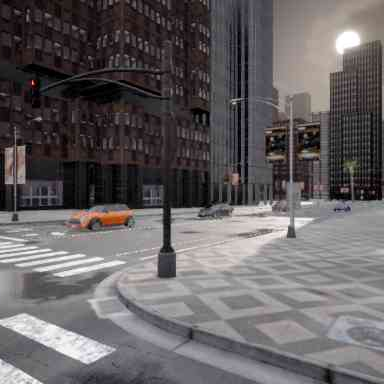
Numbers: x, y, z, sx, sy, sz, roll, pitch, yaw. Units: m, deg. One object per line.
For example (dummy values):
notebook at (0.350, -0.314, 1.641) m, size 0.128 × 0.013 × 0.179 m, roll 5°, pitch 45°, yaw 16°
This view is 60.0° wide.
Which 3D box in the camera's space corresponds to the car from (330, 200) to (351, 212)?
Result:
car at (24.268, 2.430, 53.660) m, size 2.033 × 1.411 × 5.357 m, roll 0°, pitch -1°, yaw 34°

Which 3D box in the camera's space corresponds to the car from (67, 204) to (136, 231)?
car at (-6.032, 1.593, 22.432) m, size 2.097 × 1.767 × 4.553 m, roll 0°, pitch -1°, yaw 35°

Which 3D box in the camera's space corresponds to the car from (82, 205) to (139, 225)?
car at (-6.582, 1.853, 27.281) m, size 1.994 × 1.385 × 4.181 m, roll 0°, pitch -1°, yaw 35°

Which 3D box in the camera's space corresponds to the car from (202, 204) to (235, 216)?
car at (3.313, 2.139, 41.257) m, size 1.895 × 1.301 × 4.718 m, roll 0°, pitch -1°, yaw 35°

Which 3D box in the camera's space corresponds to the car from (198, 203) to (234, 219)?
car at (2.473, 1.957, 34.451) m, size 1.837 × 1.490 × 4.892 m, roll 0°, pitch 0°, yaw 35°

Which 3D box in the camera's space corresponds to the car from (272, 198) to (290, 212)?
car at (13.726, 2.121, 50.197) m, size 2.097 × 1.767 × 4.553 m, roll 0°, pitch -1°, yaw 35°
